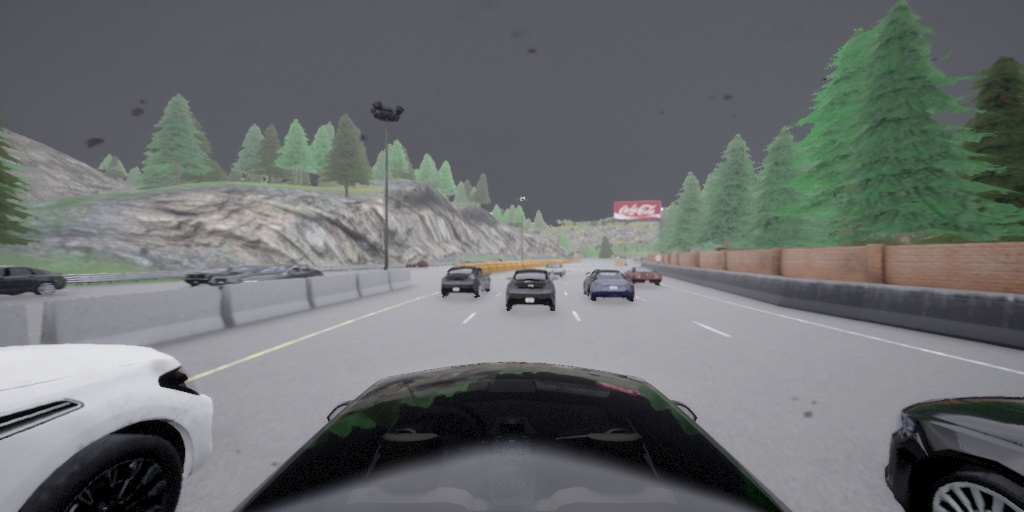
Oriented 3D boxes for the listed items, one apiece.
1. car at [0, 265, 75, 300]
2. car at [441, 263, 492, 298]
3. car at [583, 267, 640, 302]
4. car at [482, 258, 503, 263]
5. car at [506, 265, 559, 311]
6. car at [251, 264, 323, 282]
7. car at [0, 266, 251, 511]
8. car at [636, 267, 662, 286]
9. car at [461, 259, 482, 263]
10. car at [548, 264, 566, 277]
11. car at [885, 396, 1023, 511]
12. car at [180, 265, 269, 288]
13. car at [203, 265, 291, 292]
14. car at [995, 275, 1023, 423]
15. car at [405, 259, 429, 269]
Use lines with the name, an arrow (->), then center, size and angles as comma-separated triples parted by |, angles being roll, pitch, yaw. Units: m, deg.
car -> -23.815, 1.222, 16.245 | 1.837, 1.490, 4.892 | 0, 0, 5
car -> -2.280, 1.279, 18.740 | 1.837, 1.490, 4.892 | 0, 0, 6
car -> 4.644, 1.353, 17.607 | 1.994, 1.385, 4.181 | 0, 0, 6
car -> -2.975, 1.202, 62.203 | 2.097, 1.767, 4.553 | 0, 0, 17
car -> 0.818, 1.280, 14.737 | 1.837, 1.490, 4.892 | 0, 0, 5
car -> -12.847, 1.243, 20.323 | 2.128, 1.511, 4.902 | 0, 0, 7
car -> -3.349, 0.960, 0.330 | 2.150, 2.045, 5.566 | 0, 0, -1
car -> 9.353, 1.416, 25.936 | 1.895, 1.301, 4.718 | 0, 0, 10
car -> -6.376, 1.390, 62.996 | 2.033, 1.411, 5.357 | 0, 0, 17
car -> 4.383, 1.423, 36.309 | 1.895, 1.301, 4.718 | 0, 0, 13
car -> 3.668, 1.248, 0.581 | 2.128, 1.511, 4.902 | 0, 0, 0
car -> -19.387, 1.343, 24.504 | 1.895, 1.301, 4.718 | 0, 0, 8
car -> -16.138, 1.310, 22.151 | 1.994, 1.385, 4.181 | 0, 0, 7
car -> 7.186, 1.121, 2.284 | 2.097, 1.767, 4.553 | 0, 0, 0
car -> -15.222, 1.289, 57.854 | 1.882, 1.535, 5.008 | 0, 0, 17
